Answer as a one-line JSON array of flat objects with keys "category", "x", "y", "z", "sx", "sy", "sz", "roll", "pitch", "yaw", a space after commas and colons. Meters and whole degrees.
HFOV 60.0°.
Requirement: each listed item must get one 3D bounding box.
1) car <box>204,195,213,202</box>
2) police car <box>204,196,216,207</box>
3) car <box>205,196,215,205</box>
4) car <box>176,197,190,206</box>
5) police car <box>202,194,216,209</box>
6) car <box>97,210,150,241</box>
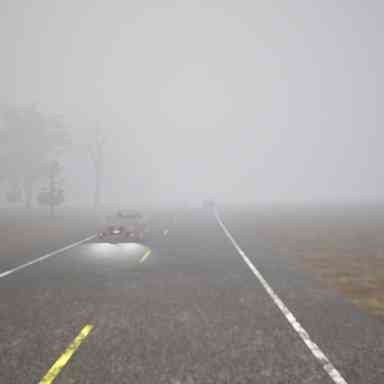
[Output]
[{"category": "car", "x": 3.993, "y": 1.511, "z": 81.044, "sx": 1.837, "sy": 1.490, "sz": 4.892, "roll": 0, "pitch": 0, "yaw": 6}, {"category": "police car", "x": 3.055, "y": 1.572, "z": 56.819, "sx": 1.930, "sy": 1.638, "sz": 5.238, "roll": 0, "pitch": 0, "yaw": 4}, {"category": "car", "x": 3.498, "y": 1.616, "z": 62.863, "sx": 1.801, "sy": 1.575, "sz": 5.366, "roll": 0, "pitch": 0, "yaw": 4}, {"category": "car", "x": -1.438, "y": 1.674, "z": 58.315, "sx": 1.812, "sy": 1.442, "sz": 4.674, "roll": 0, "pitch": 0, "yaw": 4}, {"category": "police car", "x": 2.424, "y": 1.549, "z": 46.872, "sx": 1.930, "sy": 1.638, "sz": 5.238, "roll": 0, "pitch": 0, "yaw": 3}, {"category": "car", "x": -3.386, "y": 1.611, "z": 17.016, "sx": 1.994, "sy": 1.385, "sz": 4.181, "roll": 0, "pitch": 0, "yaw": 1}]
